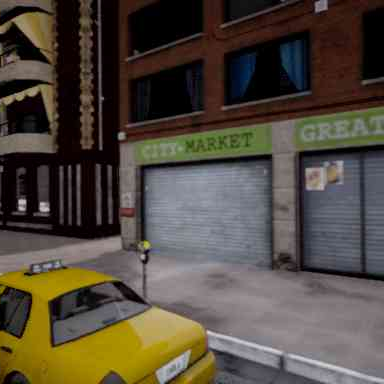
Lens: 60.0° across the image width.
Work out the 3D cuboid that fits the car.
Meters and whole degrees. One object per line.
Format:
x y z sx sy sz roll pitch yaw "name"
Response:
-2.047 1.566 4.335 4.829 1.417 1.752 -1 -1 35 "car"
